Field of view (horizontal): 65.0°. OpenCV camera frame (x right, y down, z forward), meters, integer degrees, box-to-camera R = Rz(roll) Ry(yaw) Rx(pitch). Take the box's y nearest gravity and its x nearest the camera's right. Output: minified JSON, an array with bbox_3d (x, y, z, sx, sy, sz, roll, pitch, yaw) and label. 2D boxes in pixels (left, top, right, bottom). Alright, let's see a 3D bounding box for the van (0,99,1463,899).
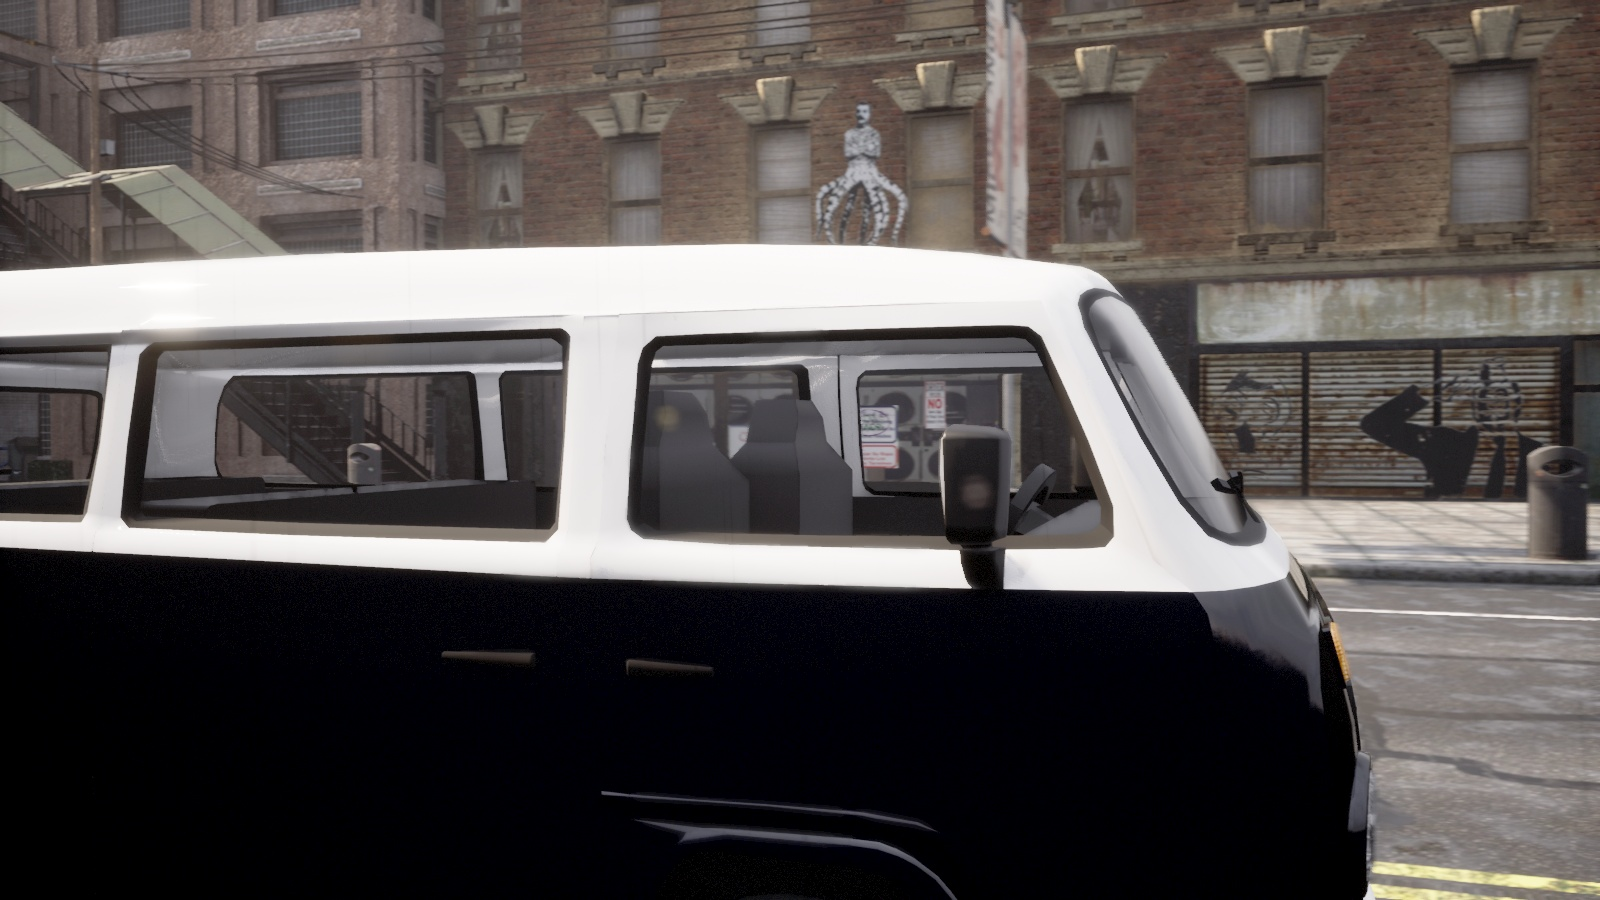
[{"bbox_3d":[-0.863,0.491,3.480,4.480,2.038,2.069,1,1,19],"label":"van"}]
